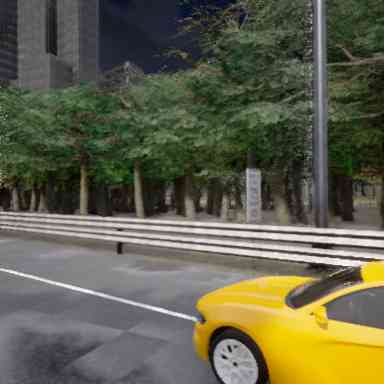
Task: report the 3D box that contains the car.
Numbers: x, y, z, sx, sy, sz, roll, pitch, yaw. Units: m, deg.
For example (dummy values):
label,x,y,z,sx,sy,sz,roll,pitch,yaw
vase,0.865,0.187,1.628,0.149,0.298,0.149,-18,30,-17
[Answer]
label,x,y,z,sx,sy,sz,roll,pitch,yaw
car,2.313,1.481,3.508,5.008,1.535,1.882,-1,0,35
